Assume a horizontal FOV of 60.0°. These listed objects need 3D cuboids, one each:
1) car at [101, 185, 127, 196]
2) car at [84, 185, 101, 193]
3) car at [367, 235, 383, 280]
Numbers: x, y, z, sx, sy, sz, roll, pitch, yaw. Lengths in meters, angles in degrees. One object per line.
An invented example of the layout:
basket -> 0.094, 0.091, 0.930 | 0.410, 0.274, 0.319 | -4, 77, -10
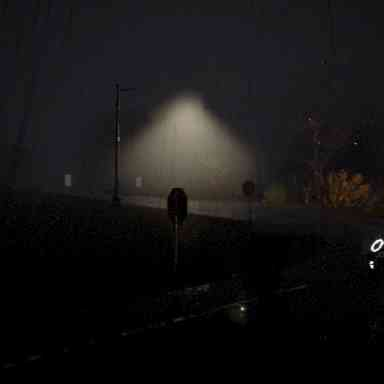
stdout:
car -> -11.886, -0.351, 51.648 | 2.097, 1.767, 4.553 | 0, 2, -36
car -> -17.742, -0.479, 59.802 | 2.033, 1.411, 5.357 | 0, 2, -36
car -> 6.435, 1.251, 8.450 | 4.553, 1.767, 2.097 | -2, 2, -36
